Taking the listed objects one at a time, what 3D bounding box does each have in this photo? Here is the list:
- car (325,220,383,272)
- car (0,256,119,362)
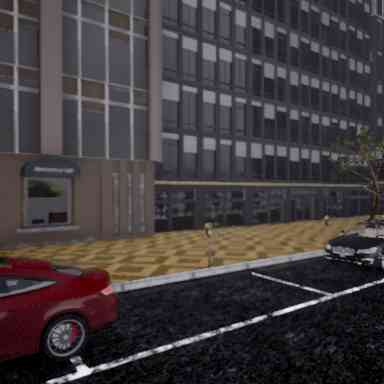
[{"bbox_3d":[6.179,1.627,10.992,4.403,1.369,2.008,0,-1,-36],"label":"car"},{"bbox_3d":[-3.067,1.581,4.380,4.206,1.307,1.802,0,-1,-36],"label":"car"}]
